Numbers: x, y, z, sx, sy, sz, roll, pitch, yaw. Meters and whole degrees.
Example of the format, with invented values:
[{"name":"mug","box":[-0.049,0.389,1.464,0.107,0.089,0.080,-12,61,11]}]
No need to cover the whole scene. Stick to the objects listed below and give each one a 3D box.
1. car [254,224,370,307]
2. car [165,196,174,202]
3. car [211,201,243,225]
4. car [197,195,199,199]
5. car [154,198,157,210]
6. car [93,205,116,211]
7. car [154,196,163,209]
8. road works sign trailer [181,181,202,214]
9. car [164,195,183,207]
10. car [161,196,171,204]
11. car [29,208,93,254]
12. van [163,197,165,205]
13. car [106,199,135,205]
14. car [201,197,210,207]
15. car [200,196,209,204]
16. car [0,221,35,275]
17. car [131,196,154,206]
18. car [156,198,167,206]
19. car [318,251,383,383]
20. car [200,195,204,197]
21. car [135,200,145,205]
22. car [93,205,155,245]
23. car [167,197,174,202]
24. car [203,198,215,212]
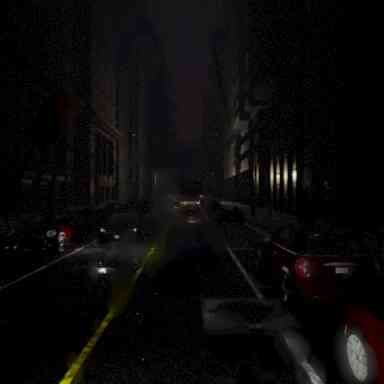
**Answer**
[{"name":"car","box":[2.754,1.477,8.057,1.967,1.590,4.097,0,0,0]},{"name":"car","box":[-5.881,1.860,86.459,1.967,1.590,4.097,0,0,0]},{"name":"car","box":[2.730,1.658,24.863,1.887,1.381,4.507,0,0,0]},{"name":"car","box":[2.668,1.647,69.680,2.192,1.841,5.009,0,0,0]},{"name":"car","box":[-5.819,1.773,41.644,1.802,1.307,4.206,0,0,0]},{"name":"car","box":[-5.787,1.654,19.238,1.947,1.339,4.313,0,0,0]},{"name":"car","box":[-5.826,1.533,47.248,2.192,1.841,5.009,0,0,0]},{"name":"road works sign trailer","box":[-0.051,0.632,36.521,2.380,3.560,2.880,0,0,0]},{"name":"car","box":[-3.139,1.761,57.621,2.128,1.511,4.902,0,0,0]},{"name":"car","box":[-5.866,1.801,75.256,1.967,1.590,4.097,0,0,0]},{"name":"car","box":[-5.779,1.503,13.637,1.967,1.590,4.097,0,0,0]},{"name":"van","box":[-5.841,1.615,58.450,1.690,1.788,3.998,0,0,0]},{"name":"car","box":[-5.795,1.554,24.840,1.967,1.590,4.097,0,0,0]},{"name":"car","box":[2.698,1.784,47.271,1.947,1.339,4.313,0,0,0]},{"name":"car","box":[2.691,1.797,52.873,2.008,1.369,4.403,0,0,0]},{"name":"car","box":[-5.772,1.619,8.035,1.802,1.307,4.206,0,0,0]},{"name":"car","box":[-5.810,1.480,36.044,2.192,1.841,5.009,0,0,0]},{"name":"car","box":[-5.850,1.827,63.881,1.752,1.417,4.829,0,0,0]},{"name":"car","box":[2.762,1.557,2.455,1.887,1.381,4.507,0,0,0]},{"name":"car","box":[2.683,1.714,58.476,1.967,1.590,4.097,0,0,0]},{"name":"car","box":[-5.803,1.705,30.441,1.947,1.339,4.313,0,0,0]},{"name":"car","box":[-3.123,1.599,16.137,1.812,1.442,4.674,0,0,0]},{"name":"car","box":[-5.890,2.032,92.059,1.802,1.307,4.206,0,0,0]},{"name":"car","box":[2.706,1.757,41.670,1.947,1.339,4.313,0,0,0]}]
